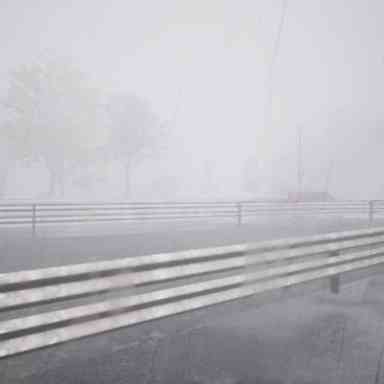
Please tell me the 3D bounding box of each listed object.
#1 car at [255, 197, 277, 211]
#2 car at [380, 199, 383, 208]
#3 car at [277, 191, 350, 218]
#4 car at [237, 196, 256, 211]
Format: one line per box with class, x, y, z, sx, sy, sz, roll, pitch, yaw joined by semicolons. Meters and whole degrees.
car;8.367;1.234;29.665;4.674;1.442;1.812;0;0;-23
car;24.547;1.276;39.941;4.674;1.442;1.812;0;0;-21
car;9.932;0.925;26.547;5.566;2.045;2.150;0;0;-23
car;6.824;1.187;32.817;5.008;1.535;1.882;0;0;-23
